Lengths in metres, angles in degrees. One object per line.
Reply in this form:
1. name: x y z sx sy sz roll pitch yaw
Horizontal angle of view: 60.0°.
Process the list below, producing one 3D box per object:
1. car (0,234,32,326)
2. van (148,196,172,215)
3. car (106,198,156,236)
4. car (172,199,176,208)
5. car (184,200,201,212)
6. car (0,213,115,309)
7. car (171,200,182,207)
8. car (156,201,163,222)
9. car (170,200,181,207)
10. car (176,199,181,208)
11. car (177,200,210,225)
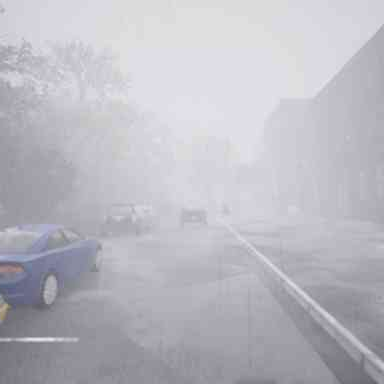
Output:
1. car: -3.646 1.487 2.613 1.946 1.575 5.366 0 0 2
2. van: -3.650 1.405 35.969 1.878 1.987 4.442 0 0 2
3. car: -3.655 1.433 19.108 2.185 1.767 4.553 0 0 2
4. car: -3.655 1.528 41.391 2.185 1.767 4.553 0 0 2
5. car: 0.099 1.726 42.491 2.033 1.411 5.357 0 0 0
6. car: -3.653 1.511 7.993 2.097 1.535 5.008 0 0 2
7. car: -3.648 2.719 80.390 2.163 1.488 4.792 0 -1 2
8. car: -3.653 1.622 24.707 2.002 1.452 4.674 0 0 2
9. car: -3.645 2.514 74.787 2.097 1.535 5.008 0 -1 2
10. car: -3.636 2.021 58.124 2.163 1.488 4.792 1 -2 2
11. car: 0.100 1.580 24.712 1.882 1.535 5.008 0 0 0
